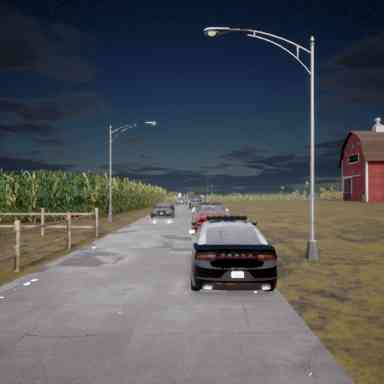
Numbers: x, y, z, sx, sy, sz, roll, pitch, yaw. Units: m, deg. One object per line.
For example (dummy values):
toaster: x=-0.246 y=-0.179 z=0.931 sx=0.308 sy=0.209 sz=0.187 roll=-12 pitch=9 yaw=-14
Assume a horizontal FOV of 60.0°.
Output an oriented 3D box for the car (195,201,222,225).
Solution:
car: x=1.119 y=1.529 z=25.046 sx=1.837 sy=1.490 sz=4.892 roll=0 pitch=0 yaw=1

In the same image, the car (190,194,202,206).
car: x=0.716 y=1.486 z=60.644 sx=2.150 sy=2.045 sz=5.566 roll=0 pitch=-1 yaw=1

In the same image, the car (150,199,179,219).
car: x=-2.503 y=1.592 z=29.487 sx=1.994 sy=1.385 sz=4.181 roll=0 pitch=0 yaw=1

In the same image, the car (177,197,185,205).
car: x=-1.988 y=1.664 z=64.423 sx=2.097 sy=1.767 sz=4.553 roll=0 pitch=-1 yaw=1

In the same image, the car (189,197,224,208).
car: x=1.047 y=1.367 z=19.014 sx=2.097 sy=1.767 sz=4.553 roll=0 pitch=0 yaw=1

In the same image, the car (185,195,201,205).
car: x=0.559 y=1.601 z=46.486 sx=2.128 sy=1.511 sz=4.902 roll=0 pitch=0 yaw=1

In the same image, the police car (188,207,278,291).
police car: x=0.931 y=1.431 z=9.153 sx=1.930 sy=1.638 sz=5.238 roll=0 pitch=0 yaw=1
